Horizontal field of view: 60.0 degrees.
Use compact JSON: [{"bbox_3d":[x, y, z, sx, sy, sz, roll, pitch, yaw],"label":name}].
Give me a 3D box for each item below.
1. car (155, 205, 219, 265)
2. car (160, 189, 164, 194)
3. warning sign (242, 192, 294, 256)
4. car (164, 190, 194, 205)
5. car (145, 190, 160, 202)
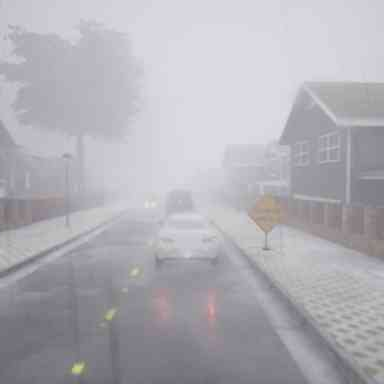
[{"bbox_3d":[-0.169,1.373,10.957,1.812,1.442,4.674,0,1,-1],"label":"car"},{"bbox_3d":[-8.100,-0.056,90.048,1.812,1.442,4.674,0,2,-5],"label":"car"},{"bbox_3d":[2.358,0.967,10.478,1.300,1.860,1.060,1,2,-2],"label":"warning sign"},{"bbox_3d":[-1.048,0.844,27.821,2.150,2.045,5.566,0,1,-4],"label":"car"},{"bbox_3d":[-6.524,0.781,52.683,2.128,1.511,4.902,0,1,-7],"label":"car"}]
